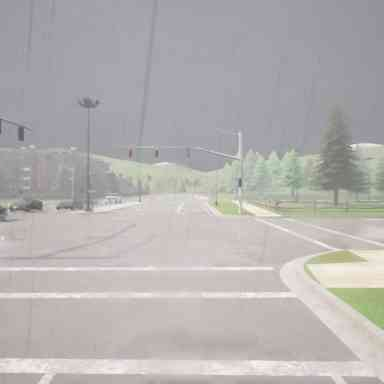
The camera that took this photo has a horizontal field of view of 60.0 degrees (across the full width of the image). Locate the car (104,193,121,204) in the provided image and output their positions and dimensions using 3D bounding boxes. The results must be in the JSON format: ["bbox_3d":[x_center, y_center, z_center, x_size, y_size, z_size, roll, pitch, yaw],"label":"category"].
[{"bbox_3d":[-14.930,1.223,62.995,2.150,2.045,5.566,0,0,0],"label":"car"}]

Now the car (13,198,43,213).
[{"bbox_3d":[-18.554,1.491,37.437,2.128,1.511,4.902,0,0,0],"label":"car"}]

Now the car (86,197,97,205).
[{"bbox_3d":[-18.467,1.600,59.408,1.895,1.301,4.718,0,0,1],"label":"car"}]

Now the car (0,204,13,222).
[{"bbox_3d":[-15.072,1.505,23.511,1.837,1.490,4.892,0,0,0],"label":"car"}]

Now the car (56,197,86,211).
[{"bbox_3d":[-15.029,1.525,40.807,1.812,1.442,4.674,0,0,0],"label":"car"}]
